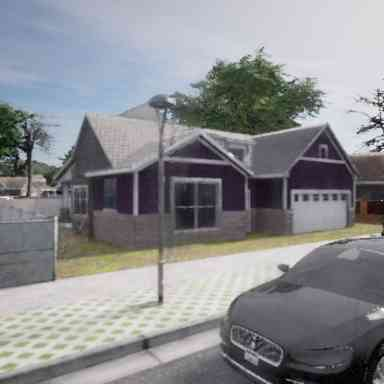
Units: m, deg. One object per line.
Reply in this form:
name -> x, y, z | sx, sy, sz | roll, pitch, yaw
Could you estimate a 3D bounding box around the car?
car -> 2.607, 1.508, 4.904 | 4.892, 1.490, 1.837 | 0, 0, -35
